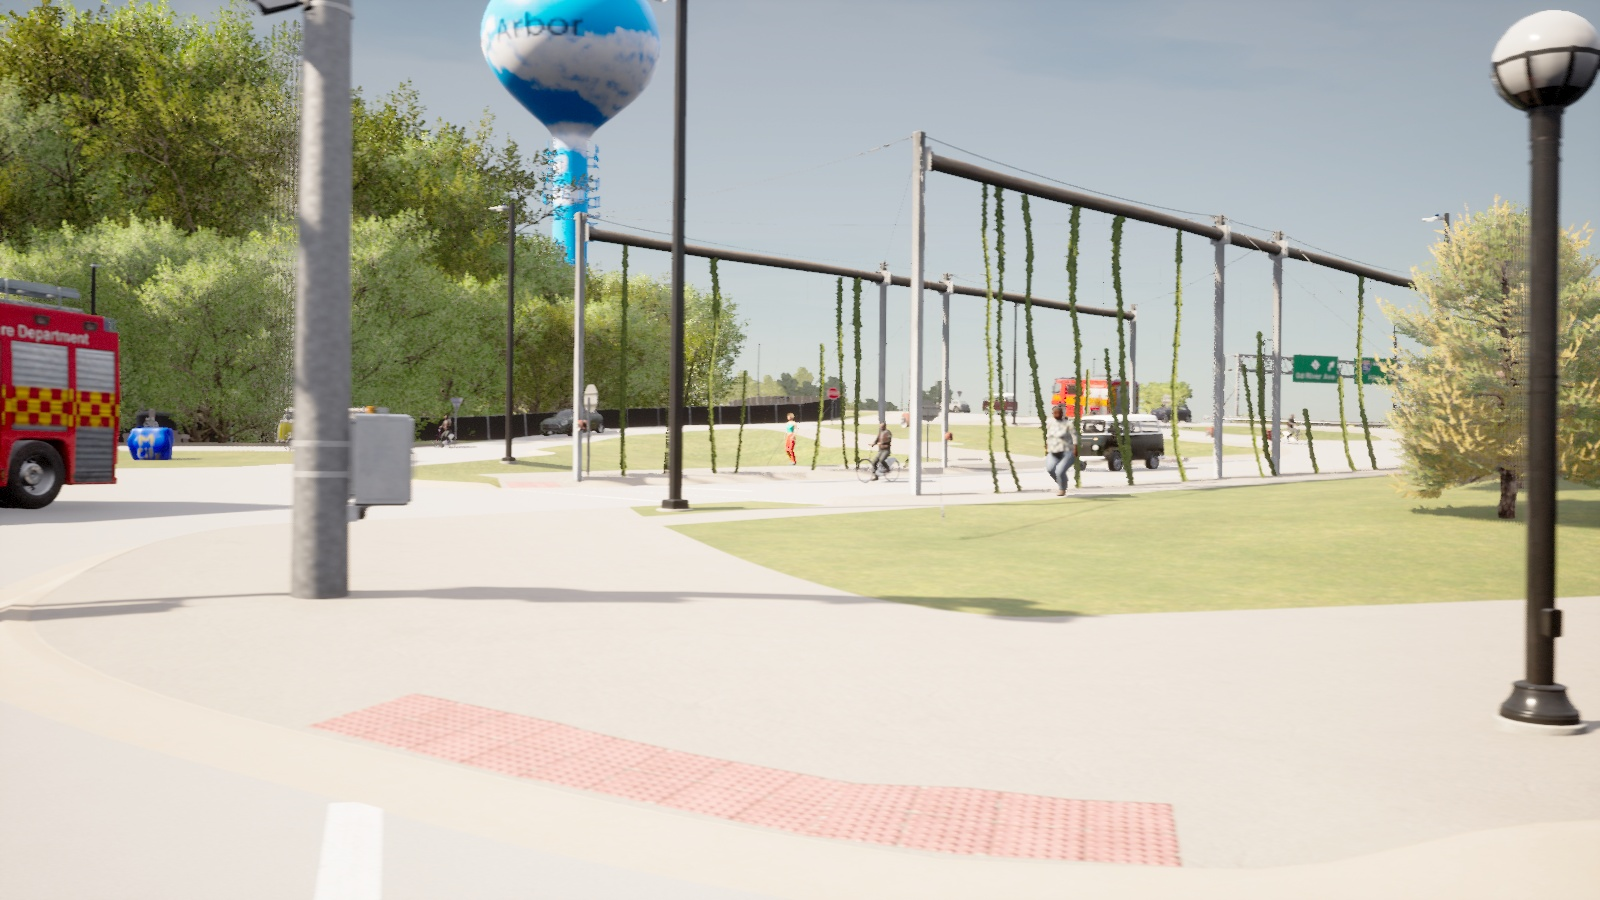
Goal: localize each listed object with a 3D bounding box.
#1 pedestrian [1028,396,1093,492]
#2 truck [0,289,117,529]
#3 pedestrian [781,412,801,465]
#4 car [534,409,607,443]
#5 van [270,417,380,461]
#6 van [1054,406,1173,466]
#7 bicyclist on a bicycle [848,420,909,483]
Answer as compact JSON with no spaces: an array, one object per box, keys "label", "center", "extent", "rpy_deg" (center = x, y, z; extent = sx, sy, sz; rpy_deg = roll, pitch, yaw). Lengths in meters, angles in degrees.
[{"label":"pedestrian","center":[5.157,-0.117,24.846],"extent":[0.900,1.855,0.874],"rpy_deg":[0,0,-43]},{"label":"truck","center":[-14.631,-0.658,18.620],"extent":[2.891,3.827,8.468],"rpy_deg":[0,0,15]},{"label":"pedestrian","center":[-0.322,-0.384,43.604],"extent":[0.594,1.836,0.345],"rpy_deg":[0,0,-42]},{"label":"car","center":[-14.099,-1.486,77.356],"extent":[2.097,1.767,4.553],"rpy_deg":[0,5,25]},{"label":"van","center":[-22.331,-0.525,59.150],"extent":[4.442,1.987,1.775],"rpy_deg":[0,2,3]},{"label":"van","center":[11.388,-0.523,45.511],"extent":[4.480,2.038,2.069],"rpy_deg":[-3,1,-44]},{"label":"bicyclist on a bicycle","center":[2.305,0.027,36.554],"extent":[1.843,1.776,0.659],"rpy_deg":[-2,1,-44]}]
